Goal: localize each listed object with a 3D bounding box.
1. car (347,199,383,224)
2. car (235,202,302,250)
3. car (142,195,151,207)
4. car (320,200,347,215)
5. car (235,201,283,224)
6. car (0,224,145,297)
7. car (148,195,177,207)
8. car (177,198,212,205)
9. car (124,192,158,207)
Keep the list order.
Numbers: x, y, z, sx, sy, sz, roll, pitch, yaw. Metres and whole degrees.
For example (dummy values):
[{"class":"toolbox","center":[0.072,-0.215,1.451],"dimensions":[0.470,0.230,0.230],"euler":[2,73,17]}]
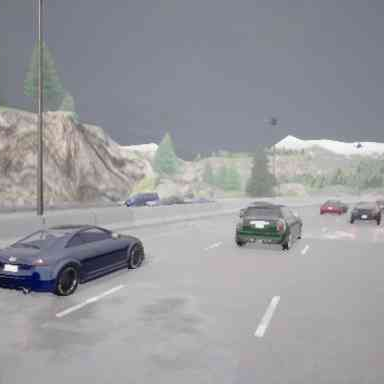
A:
[{"class":"car","center":[12.660,1.465,24.103],"dimensions":[1.812,1.442,4.674],"euler":[0,0,31]},{"class":"car","center":[3.486,1.311,14.523],"dimensions":[2.097,1.767,4.553],"euler":[0,0,26]},{"class":"car","center":[-3.906,1.465,43.972],"dimensions":[1.895,1.301,4.718],"euler":[0,0,35]},{"class":"car","center":[13.990,1.478,32.613],"dimensions":[1.994,1.385,4.181],"euler":[0,0,34]},{"class":"car","center":[5.273,1.475,25.464],"dimensions":[2.033,1.411,5.357],"euler":[0,0,30]},{"class":"car","center":[-2.967,1.535,8.715],"dimensions":[1.994,1.385,4.181],"euler":[0,0,22]},{"class":"car","center":[-2.626,1.382,39.581],"dimensions":[1.837,1.490,4.892],"euler":[0,0,33]},{"class":"car","center":[0.623,1.411,38.173],"dimensions":[1.812,1.442,4.674],"euler":[0,0,34]},{"class":"car","center":[-6.788,1.076,45.975],"dimensions":[2.150,2.045,5.566],"euler":[0,0,35]}]
